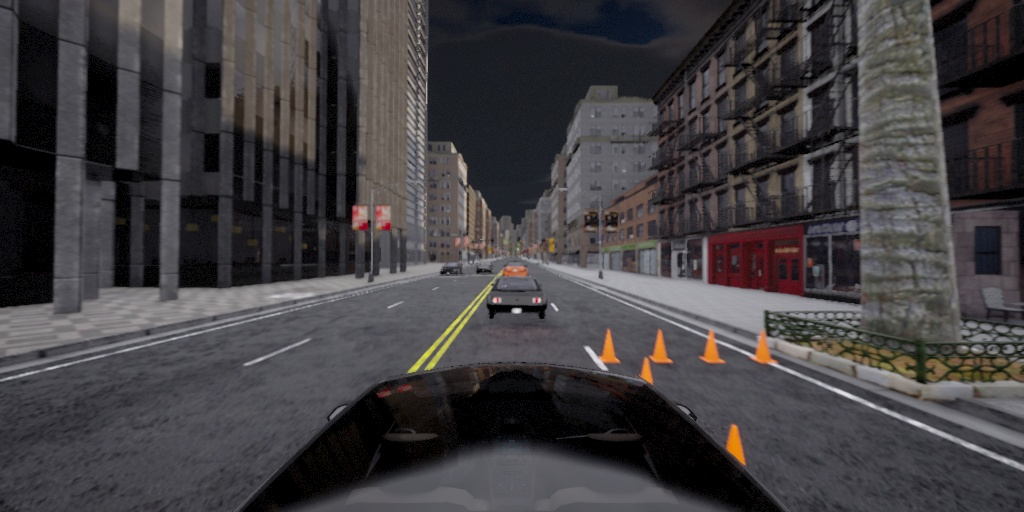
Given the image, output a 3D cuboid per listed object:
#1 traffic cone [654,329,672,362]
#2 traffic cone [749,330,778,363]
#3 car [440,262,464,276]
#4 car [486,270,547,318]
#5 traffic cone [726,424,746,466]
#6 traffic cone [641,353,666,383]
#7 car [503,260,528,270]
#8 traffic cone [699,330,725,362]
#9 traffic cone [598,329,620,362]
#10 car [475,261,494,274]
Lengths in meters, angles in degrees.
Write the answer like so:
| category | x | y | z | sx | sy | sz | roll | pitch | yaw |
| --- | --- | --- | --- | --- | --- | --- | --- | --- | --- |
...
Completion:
| category | x | y | z | sx | sy | sz | roll | pitch | yaw |
| --- | --- | --- | --- | --- | --- | --- | --- | --- | --- |
| traffic cone | 2.890 | 1.730 | 7.002 | 0.340 | 0.580 | 0.340 | 0 | 0 | 0 |
| traffic cone | 4.890 | 1.738 | 6.989 | 0.340 | 0.580 | 0.340 | 0 | 0 | 0 |
| car | -6.370 | 1.349 | 38.470 | 2.033 | 1.411 | 5.357 | 0 | 0 | 0 |
| car | 0.162 | 1.380 | 13.087 | 1.895 | 1.301 | 4.718 | 0 | 0 | 0 |
| traffic cone | 1.864 | 1.716 | 3.008 | 0.340 | 0.580 | 0.340 | 0 | 0 | 0 |
| traffic cone | 1.877 | 1.721 | 5.008 | 0.340 | 0.580 | 0.340 | 0 | 0 | 0 |
| car | 0.280 | 1.168 | 31.362 | 2.097 | 1.767 | 4.553 | 0 | 0 | 0 |
| traffic cone | 3.890 | 1.734 | 6.995 | 0.340 | 0.580 | 0.340 | 0 | 0 | 0 |
| traffic cone | 1.890 | 1.727 | 7.008 | 0.340 | 0.580 | 0.340 | 0 | 0 | 0 |
| car | -3.094 | 1.323 | 41.335 | 1.837 | 1.490 | 4.892 | 0 | 0 | 1 |
